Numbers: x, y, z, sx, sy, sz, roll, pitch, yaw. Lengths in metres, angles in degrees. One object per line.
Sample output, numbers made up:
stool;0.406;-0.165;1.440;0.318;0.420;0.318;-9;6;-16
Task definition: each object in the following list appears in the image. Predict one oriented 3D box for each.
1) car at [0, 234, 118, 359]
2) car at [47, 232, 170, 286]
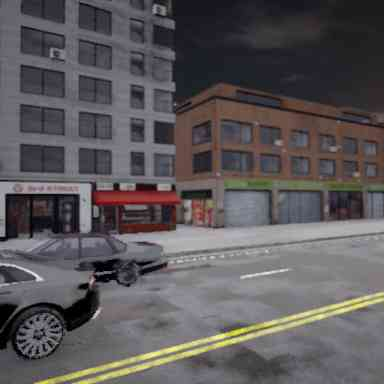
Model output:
car;-3.841;1.666;4.836;4.902;1.511;2.128;0;-2;-30
car;-3.289;1.817;8.924;5.357;1.411;2.033;0;-2;-30
